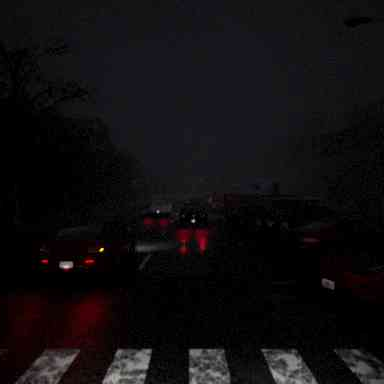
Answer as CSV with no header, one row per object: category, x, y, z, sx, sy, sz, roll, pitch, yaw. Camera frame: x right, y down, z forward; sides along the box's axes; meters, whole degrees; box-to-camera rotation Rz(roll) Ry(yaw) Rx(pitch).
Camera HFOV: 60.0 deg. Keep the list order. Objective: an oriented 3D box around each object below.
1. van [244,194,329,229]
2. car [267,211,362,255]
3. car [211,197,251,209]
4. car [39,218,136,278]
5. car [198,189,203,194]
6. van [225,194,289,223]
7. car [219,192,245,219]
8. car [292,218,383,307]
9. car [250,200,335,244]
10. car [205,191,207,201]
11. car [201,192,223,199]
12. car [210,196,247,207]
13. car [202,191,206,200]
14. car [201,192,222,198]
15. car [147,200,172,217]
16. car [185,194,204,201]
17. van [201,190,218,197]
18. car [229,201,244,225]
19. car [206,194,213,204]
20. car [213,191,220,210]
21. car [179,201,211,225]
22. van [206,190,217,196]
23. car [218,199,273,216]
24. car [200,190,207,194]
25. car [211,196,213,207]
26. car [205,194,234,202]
van,5.176,1.236,16.660,4.442,1.987,1.878,1,0,-20
car,5.062,1.511,10.653,4.674,1.452,2.002,1,0,-20
car,5.082,1.379,43.490,4.792,1.488,2.163,1,0,-20
car,-2.904,1.508,9.987,1.812,1.442,4.674,0,0,0
car,5.074,0.585,79.282,5.566,2.045,2.435,1,0,-20
van,4.956,1.217,25.521,4.442,1.987,1.878,1,0,-20
car,5.041,1.198,22.568,5.566,2.045,2.435,1,0,-20
car,5.042,1.505,7.635,4.792,1.488,2.163,1,0,-20
car,5.038,1.339,13.625,4.553,1.767,2.185,1,0,-20
car,5.025,1.111,52.419,4.553,1.767,2.185,0,1,-20
car,5.049,0.803,82.249,5.008,1.535,2.097,1,1,-20
car,5.050,1.354,46.462,4.674,1.452,2.002,1,0,-20
car,4.877,1.138,58.330,5.366,1.575,1.946,0,1,-20
car,5.036,0.772,85.235,4.892,1.521,2.231,1,0,-20
car,-2.910,1.465,30.867,1.812,1.442,4.674,0,0,0
car,0.086,1.360,42.147,2.128,1.511,4.902,0,0,0
van,4.934,0.455,94.136,4.442,1.987,1.878,1,1,-20
car,5.058,1.456,19.600,4.892,1.521,2.231,1,0,-20
car,4.885,1.369,40.420,5.366,1.575,1.946,1,1,-20
car,5.090,1.187,28.564,5.566,2.045,2.435,1,0,-20
car,0.092,1.559,23.494,1.895,1.301,4.718,0,0,0
van,4.949,1.053,49.391,4.442,1.987,1.878,0,1,-20
car,5.056,1.467,31.536,4.674,1.452,2.002,1,0,-20
car,5.055,0.876,76.284,4.892,1.521,2.231,1,1,-20
car,5.030,1.426,37.493,4.792,1.488,2.163,1,1,-20
car,5.076,1.123,61.392,4.792,1.488,2.163,0,1,-20
